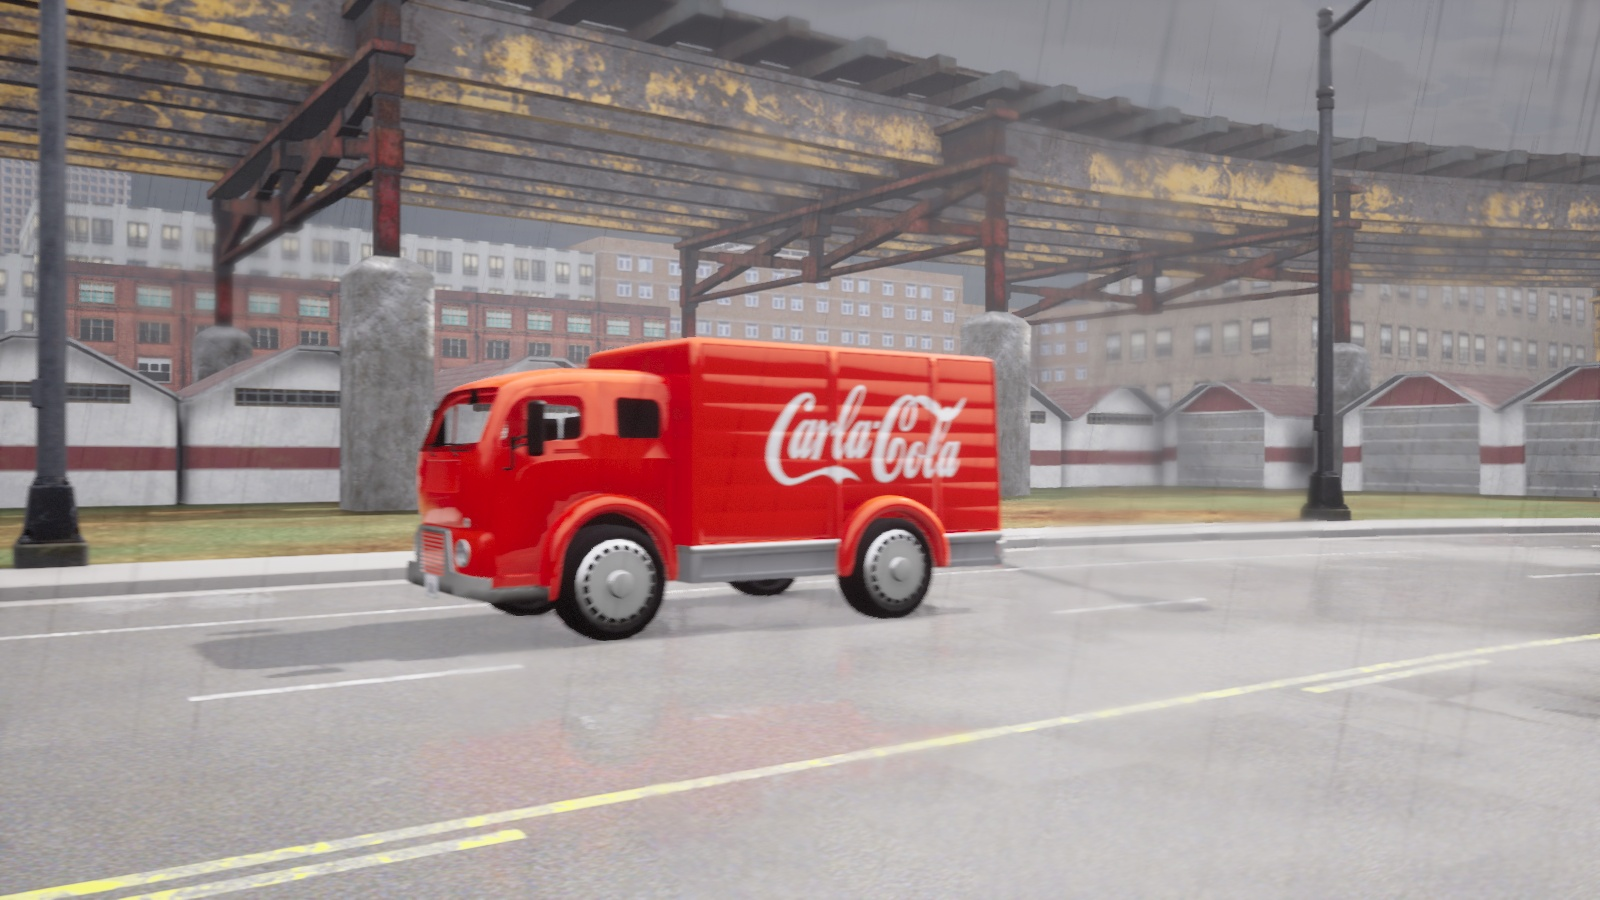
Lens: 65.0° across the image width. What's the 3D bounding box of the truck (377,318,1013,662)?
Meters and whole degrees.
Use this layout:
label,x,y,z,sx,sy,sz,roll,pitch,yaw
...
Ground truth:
label,x,y,z,sx,sy,sz,roll,pitch,yaw
truck,-0.880,0.288,11.552,5.204,2.467,2.627,0,0,-34
